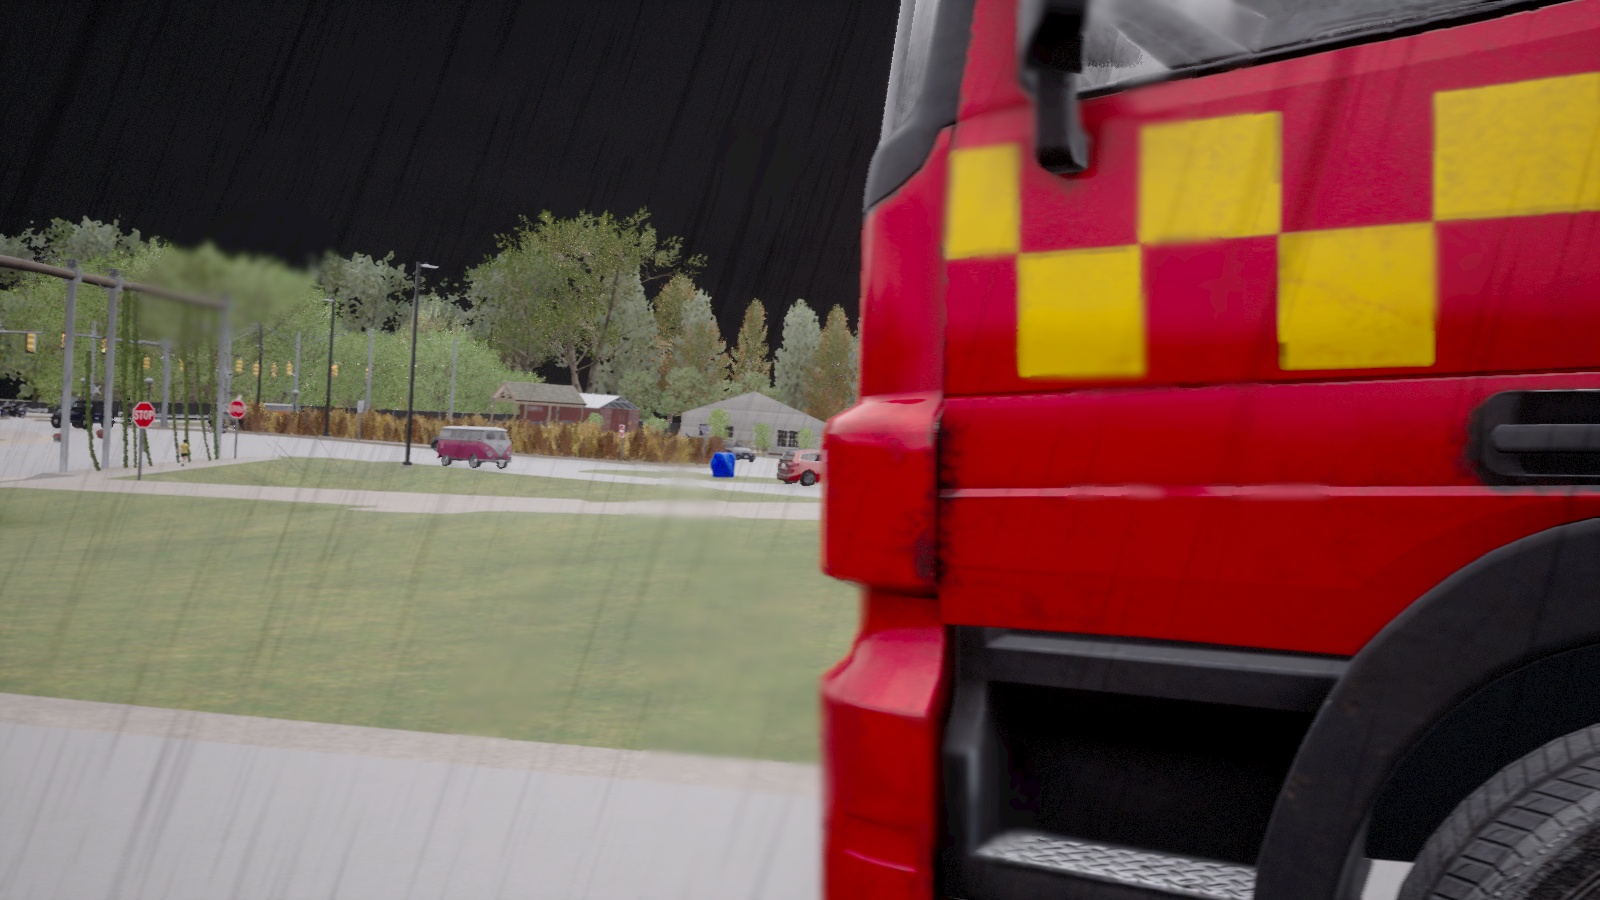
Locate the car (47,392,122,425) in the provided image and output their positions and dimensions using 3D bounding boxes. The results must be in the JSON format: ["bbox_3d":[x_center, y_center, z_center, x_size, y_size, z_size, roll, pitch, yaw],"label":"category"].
[{"bbox_3d":[-45.093,-2.612,79.136,3.866,1.878,1.905,3,2,17],"label":"car"}]

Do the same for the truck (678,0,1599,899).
[{"bbox_3d":[4.147,-0.342,1.696,8.468,3.827,2.891,1,1,30],"label":"truck"}]

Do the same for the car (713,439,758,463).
[{"bbox_3d":[-4.712,0.067,91.277,1.816,1.474,4.193,3,2,-24],"label":"car"}]

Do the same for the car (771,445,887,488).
[{"bbox_3d":[1.287,0.742,56.348,4.611,1.667,2.242,2,1,-24],"label":"car"}]

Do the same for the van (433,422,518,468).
[{"bbox_3d":[-15.536,-0.252,59.985,4.442,1.987,1.775,3,0,44],"label":"van"}]

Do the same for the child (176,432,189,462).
[{"bbox_3d":[-23.331,-0.119,47.437,0.255,1.110,0.394,4,2,-7],"label":"child"}]
